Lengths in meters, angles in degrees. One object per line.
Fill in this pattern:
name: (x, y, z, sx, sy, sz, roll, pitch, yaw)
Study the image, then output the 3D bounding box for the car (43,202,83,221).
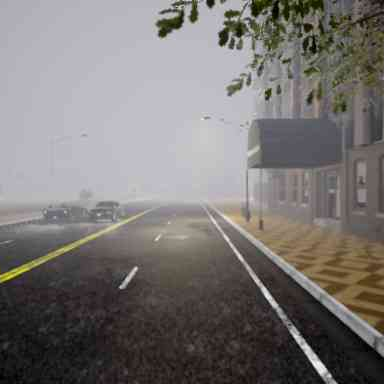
car: (-9.753, 1.505, 25.955, 1.895, 1.301, 4.718, 0, 0, 0)

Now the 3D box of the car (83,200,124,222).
car: (-6.507, 1.412, 25.700, 1.837, 1.490, 4.892, 0, 0, 0)
